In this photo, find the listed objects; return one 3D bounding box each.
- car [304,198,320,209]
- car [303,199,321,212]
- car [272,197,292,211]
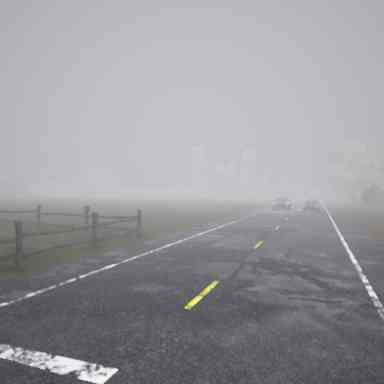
[{"bbox_3d":[16.802,1.614,46.511,1.994,1.385,4.181,0,0,21],"label":"car"},{"bbox_3d":[14.061,1.589,39.113,2.033,1.411,5.357,0,0,21],"label":"car"},{"bbox_3d":[11.486,1.396,42.306,2.097,1.767,4.553,0,0,21],"label":"car"}]
